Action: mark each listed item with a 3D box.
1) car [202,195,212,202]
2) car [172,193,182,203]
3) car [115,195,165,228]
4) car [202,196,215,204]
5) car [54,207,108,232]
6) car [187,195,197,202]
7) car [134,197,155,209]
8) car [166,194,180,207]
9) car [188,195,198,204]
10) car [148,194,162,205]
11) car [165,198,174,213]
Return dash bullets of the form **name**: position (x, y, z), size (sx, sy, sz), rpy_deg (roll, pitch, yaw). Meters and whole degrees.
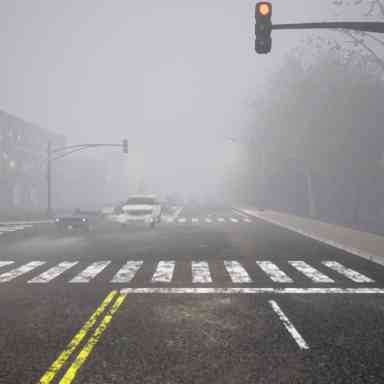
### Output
- **car**: position (3.324, 1.509, 74.730), size (2.033, 1.411, 5.357), rpy_deg (0, 0, 0)
- **car**: position (-3.191, 1.199, 67.889), size (2.150, 2.045, 5.566), rpy_deg (0, 0, 0)
- **car**: position (-3.327, 1.218, 22.382), size (2.150, 2.045, 5.566), rpy_deg (0, 0, 0)
- **car**: position (3.414, 1.576, 64.712), size (1.895, 1.301, 4.718), rpy_deg (0, 0, 0)
- **car**: position (-6.581, 1.596, 20.208), size (1.895, 1.301, 4.718), rpy_deg (0, 0, 0)
- **car**: position (0.076, 1.494, 74.654), size (2.128, 1.511, 4.902), rpy_deg (0, 0, 0)
- **car**: position (-6.548, 1.473, 46.305), size (2.128, 1.511, 4.902), rpy_deg (0, 0, 0)
- **car**: position (-3.291, 1.487, 51.565), size (1.837, 1.490, 4.892), rpy_deg (0, 0, 0)
- **car**: position (0.160, 1.577, 62.544), size (1.895, 1.301, 4.718), rpy_deg (0, 0, 0)
- **car**: position (-6.515, 1.330, 59.081), size (2.097, 1.767, 4.553), rpy_deg (0, 0, 0)
- **car**: position (-3.314, 1.589, 35.988), size (1.895, 1.301, 4.718), rpy_deg (0, 0, 0)
